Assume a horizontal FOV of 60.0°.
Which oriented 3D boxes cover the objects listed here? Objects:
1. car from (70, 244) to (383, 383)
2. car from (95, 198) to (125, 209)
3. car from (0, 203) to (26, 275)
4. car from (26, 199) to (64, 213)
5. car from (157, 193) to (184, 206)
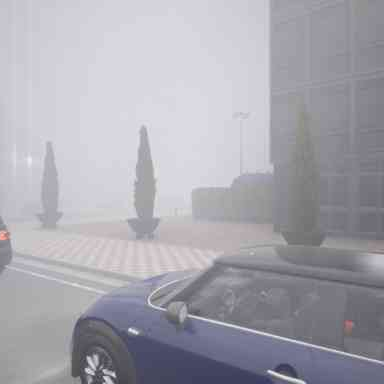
[{"bbox_3d":[0.788,1.352,3.431,4.553,1.767,2.097,0,0,36],"label":"car"},{"bbox_3d":[-11.134,1.564,45.356,1.994,1.385,4.181,0,0,35],"label":"car"},{"bbox_3d":[-7.074,1.222,9.017,5.566,2.045,2.150,0,0,36],"label":"car"},{"bbox_3d":[-16.833,1.491,37.219,2.128,1.511,4.902,0,0,35],"label":"car"},{"bbox_3d":[-3.667,1.223,56.000,2.150,2.045,5.566,0,0,35],"label":"car"}]
